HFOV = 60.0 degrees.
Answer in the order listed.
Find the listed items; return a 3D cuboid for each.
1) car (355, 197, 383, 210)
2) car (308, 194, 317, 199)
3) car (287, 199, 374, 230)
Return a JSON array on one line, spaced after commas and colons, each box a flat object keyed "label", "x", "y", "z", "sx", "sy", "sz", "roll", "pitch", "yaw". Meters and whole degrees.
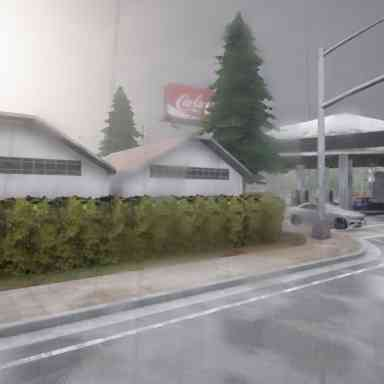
[{"label": "car", "x": 20.951, "y": 1.479, "z": 39.456, "sx": 4.611, "sy": 1.667, "sz": 2.242, "roll": 0, "pitch": 0, "yaw": -36}, {"label": "car", "x": 31.965, "y": 1.329, "z": 88.961, "sx": 2.152, "sy": 1.636, "sz": 5.027, "roll": 0, "pitch": 0, "yaw": -36}, {"label": "car", "x": 7.797, "y": 1.334, "z": 19.675, "sx": 1.812, "sy": 1.442, "sz": 4.674, "roll": 0, "pitch": 0, "yaw": -36}]
